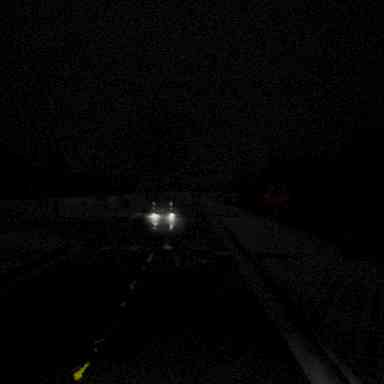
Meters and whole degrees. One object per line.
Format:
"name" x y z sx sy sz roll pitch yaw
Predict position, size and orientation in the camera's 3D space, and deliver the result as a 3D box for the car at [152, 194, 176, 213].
"car" -2.762 1.089 33.135 2.097 1.767 4.553 0 0 0
